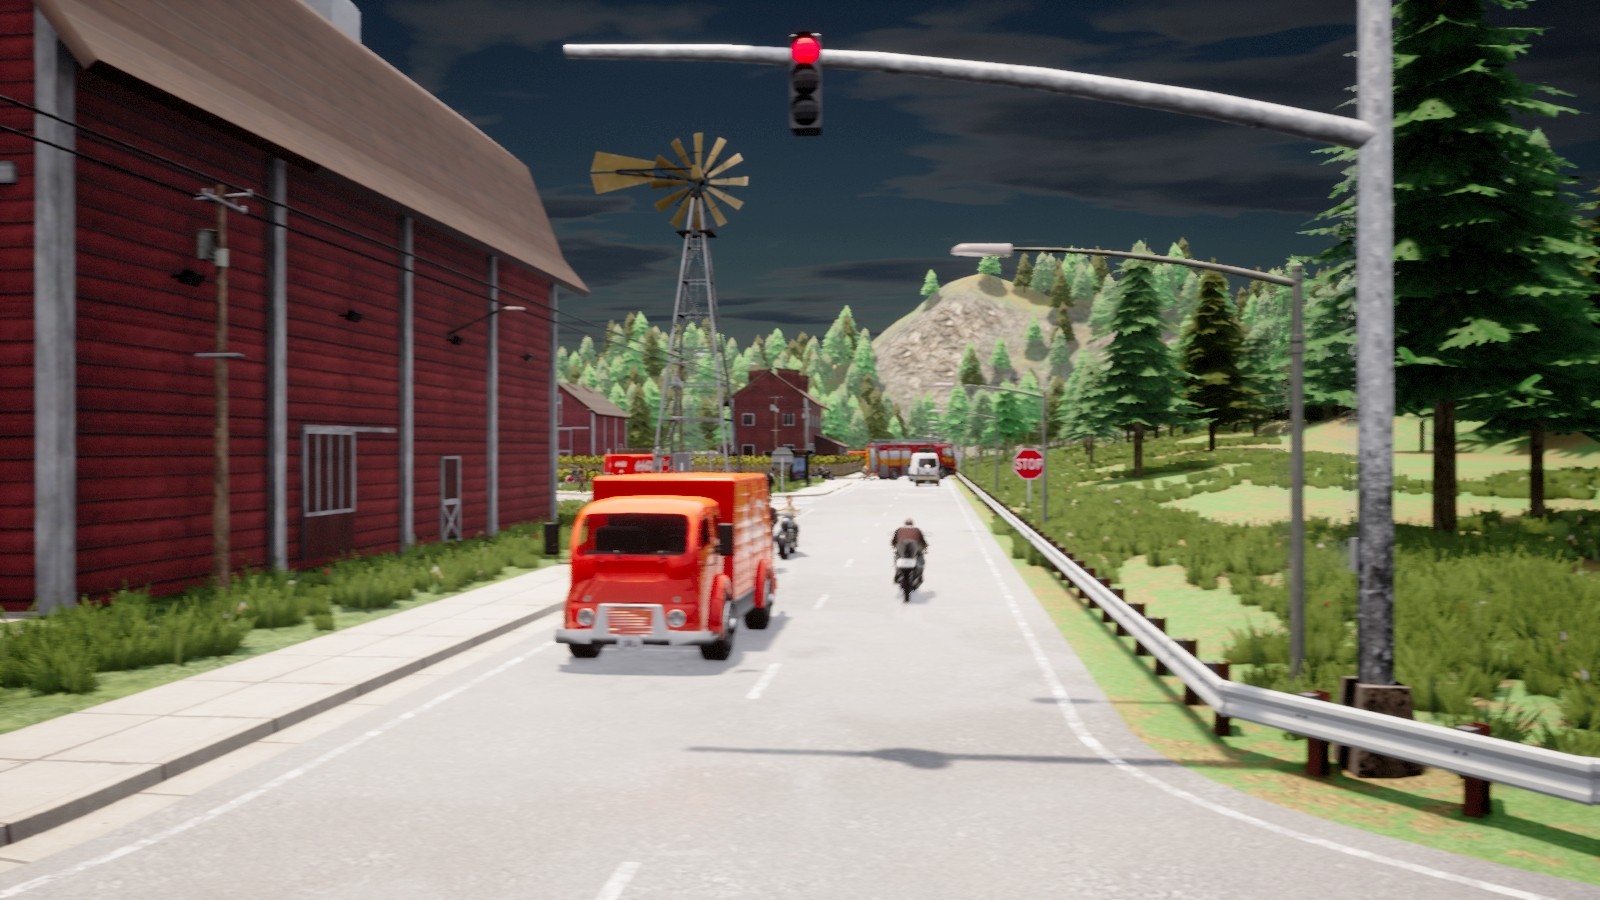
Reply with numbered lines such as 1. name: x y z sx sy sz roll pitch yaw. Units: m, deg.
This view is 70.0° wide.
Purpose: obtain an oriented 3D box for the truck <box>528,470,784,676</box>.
1. truck: -1.857 1.573 16.894 2.627 2.467 5.204 0 0 6

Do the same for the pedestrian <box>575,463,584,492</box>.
1. pedestrian: -13.939 1.729 72.236 0.375 1.860 0.375 0 0 27

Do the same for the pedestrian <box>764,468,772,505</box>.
1. pedestrian: -1.642 1.861 58.609 0.375 1.860 0.375 0 0 2
